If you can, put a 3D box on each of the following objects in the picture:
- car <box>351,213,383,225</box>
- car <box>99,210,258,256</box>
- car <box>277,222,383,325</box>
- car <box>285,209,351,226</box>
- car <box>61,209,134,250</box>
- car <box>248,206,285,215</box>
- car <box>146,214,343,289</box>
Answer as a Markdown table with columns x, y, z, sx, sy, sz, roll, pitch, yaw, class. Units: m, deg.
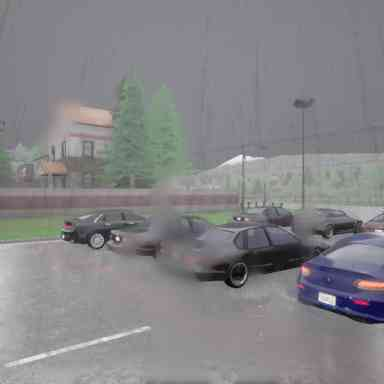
| x | y | z | sx | sy | sz | roll | pitch | yaw | class |
| --- | --- | --- | --- | --- | --- | --- | --- | --- | --- |
| 9.200 | 1.564 | 14.605 | 4.181 | 1.385 | 1.994 | 0 | 0 | -35 | car |
| -0.337 | 1.547 | 12.103 | 5.357 | 1.411 | 2.033 | 0 | 0 | -36 | car |
| 4.012 | 1.526 | 6.600 | 4.674 | 1.442 | 1.812 | 0 | 0 | -35 | car |
| 7.175 | 1.564 | 17.465 | 4.181 | 1.385 | 1.994 | 0 | 0 | -35 | car |
| -3.069 | 1.505 | 14.461 | 4.892 | 1.490 | 1.837 | 0 | 0 | -35 | car |
| 4.658 | 1.547 | 19.964 | 5.357 | 1.411 | 2.033 | 0 | 0 | -35 | car |
| 1.665 | 1.548 | 9.230 | 5.357 | 1.411 | 2.033 | 0 | 0 | -35 | car |
